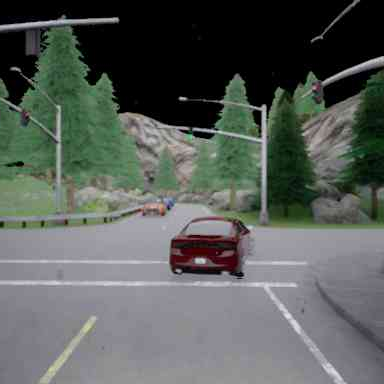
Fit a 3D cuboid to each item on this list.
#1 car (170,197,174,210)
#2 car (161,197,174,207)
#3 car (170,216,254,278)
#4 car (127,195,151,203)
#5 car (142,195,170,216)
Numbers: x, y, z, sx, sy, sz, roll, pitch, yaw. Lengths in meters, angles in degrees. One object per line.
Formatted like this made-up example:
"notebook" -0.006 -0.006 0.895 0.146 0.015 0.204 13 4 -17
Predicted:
"car" -3.601 1.517 41.582 1.882 1.535 5.008 0 0 0
"car" -3.831 1.526 51.755 1.882 1.535 5.008 0 0 -6
"car" 0.808 1.485 10.345 1.882 1.535 5.008 0 0 14
"car" -11.041 1.421 69.479 4.553 1.767 2.097 0 0 24
"car" -3.608 1.383 32.445 2.097 1.767 4.553 0 0 0
